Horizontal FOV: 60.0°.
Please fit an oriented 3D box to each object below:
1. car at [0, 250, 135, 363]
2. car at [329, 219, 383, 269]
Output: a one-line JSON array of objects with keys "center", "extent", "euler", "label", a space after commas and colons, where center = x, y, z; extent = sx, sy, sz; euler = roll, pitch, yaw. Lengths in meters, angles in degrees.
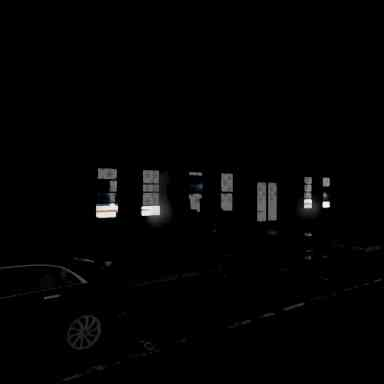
[{"center": [-2.945, 1.551, 4.458], "extent": [4.403, 1.369, 2.008], "euler": [0, 0, -35], "label": "car"}, {"center": [6.329, 1.582, 11.061], "extent": [4.206, 1.307, 1.802], "euler": [0, 0, -35], "label": "car"}]
